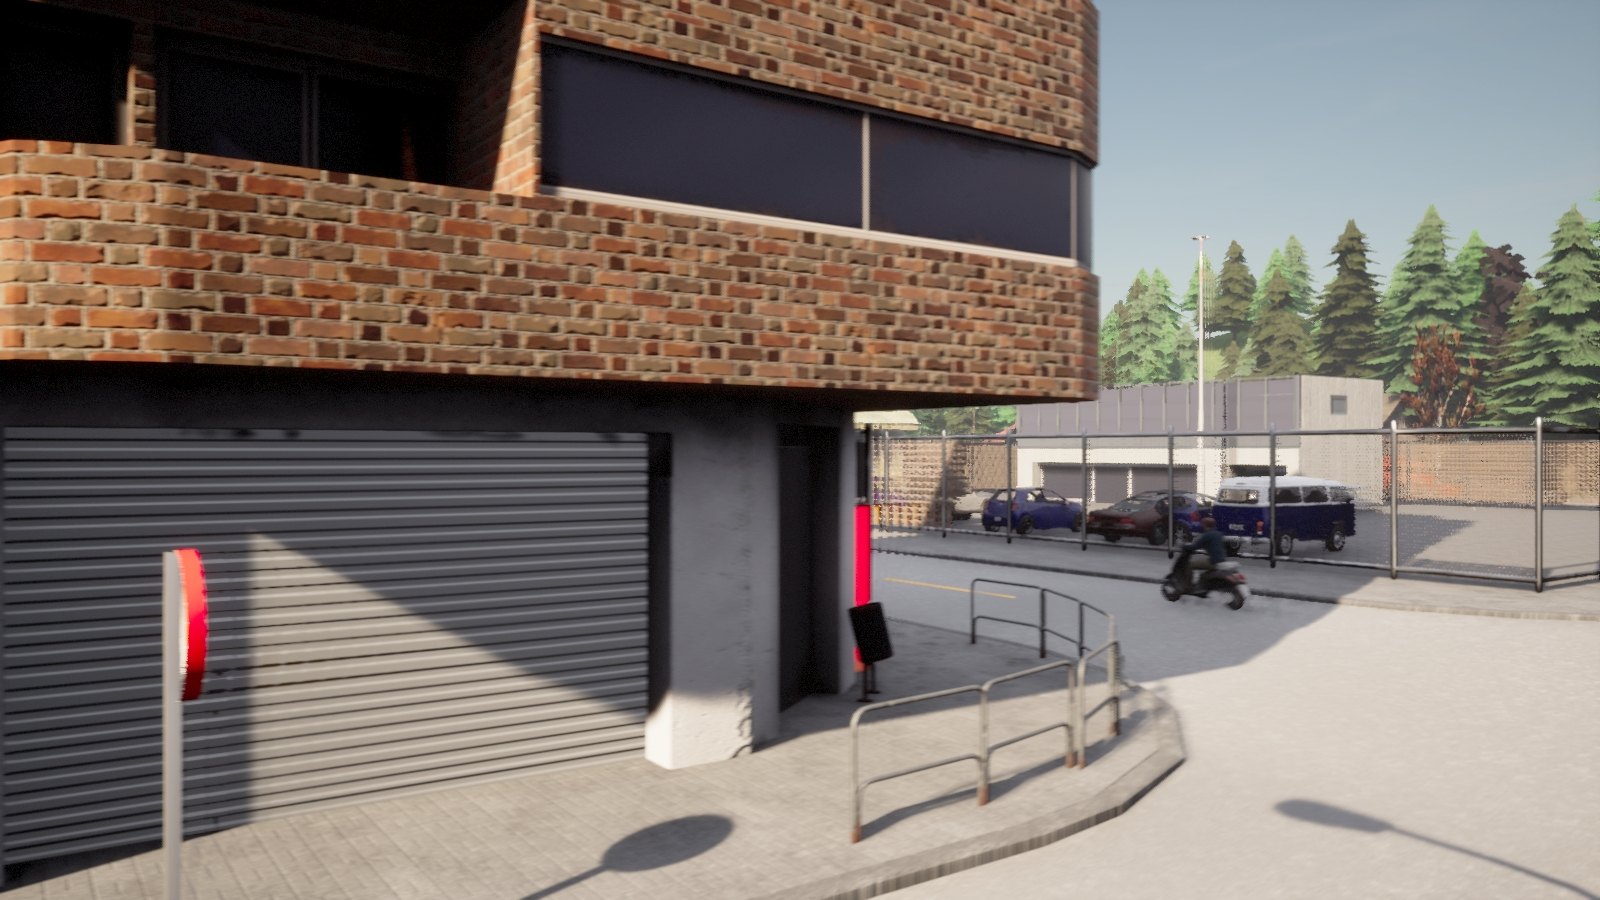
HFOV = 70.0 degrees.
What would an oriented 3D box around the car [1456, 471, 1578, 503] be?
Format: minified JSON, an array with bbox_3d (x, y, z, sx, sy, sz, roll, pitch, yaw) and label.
[{"bbox_3d":[36.357,1.837,58.046,2.163,1.488,4.792,0,0,-35],"label":"car"}]
